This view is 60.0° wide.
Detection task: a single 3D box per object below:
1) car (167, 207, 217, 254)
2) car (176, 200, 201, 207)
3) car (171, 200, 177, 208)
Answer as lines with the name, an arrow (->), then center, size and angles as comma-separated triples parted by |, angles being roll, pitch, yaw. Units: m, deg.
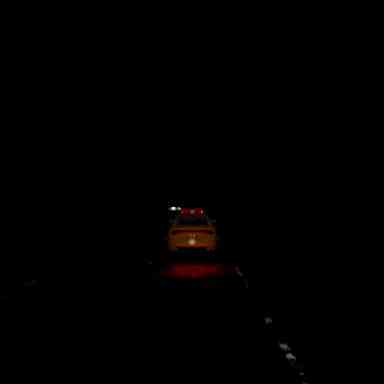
car -> 0.029, 1.632, 14.250 | 1.882, 1.535, 5.008 | 0, 0, 1
car -> 0.026, 1.654, 28.436 | 2.097, 1.767, 4.553 | 0, -1, 0
car -> -2.752, 2.212, 62.583 | 1.994, 1.385, 4.181 | 0, -1, 1
